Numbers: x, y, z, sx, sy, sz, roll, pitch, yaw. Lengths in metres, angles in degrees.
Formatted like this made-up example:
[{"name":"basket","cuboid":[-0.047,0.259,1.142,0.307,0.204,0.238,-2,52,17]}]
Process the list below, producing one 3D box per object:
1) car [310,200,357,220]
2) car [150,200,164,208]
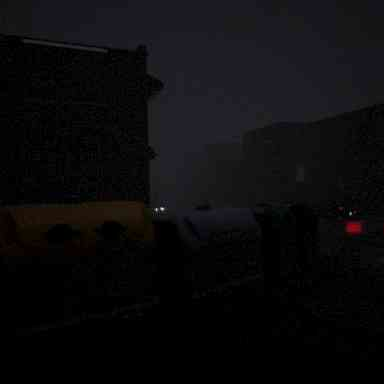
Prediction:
[{"name":"car","cuboid":[10.913,1.384,26.695,1.837,1.490,4.892,-2,-1,-17]},{"name":"car","cuboid":[-6.748,2.283,64.227,1.994,1.385,4.181,-2,2,-21]}]
